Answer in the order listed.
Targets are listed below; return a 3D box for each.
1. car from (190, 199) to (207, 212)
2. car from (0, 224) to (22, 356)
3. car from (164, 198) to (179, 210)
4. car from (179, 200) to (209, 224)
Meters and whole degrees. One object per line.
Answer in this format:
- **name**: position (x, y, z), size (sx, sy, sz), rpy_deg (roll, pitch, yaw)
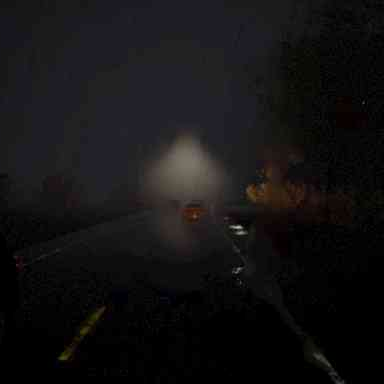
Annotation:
- **car**: position (0.880, 1.672, 41.836), size (1.994, 1.385, 4.181), rpy_deg (0, 0, 3)
- **car**: position (-3.600, 1.229, 2.682), size (2.150, 2.045, 5.566), rpy_deg (0, 0, 0)
- **car**: position (-2.642, 1.620, 44.897), size (1.837, 1.490, 4.892), rpy_deg (0, 0, 4)
- **car**: position (0.250, 1.547, 25.605), size (1.882, 1.535, 5.008), rpy_deg (0, 0, 1)
